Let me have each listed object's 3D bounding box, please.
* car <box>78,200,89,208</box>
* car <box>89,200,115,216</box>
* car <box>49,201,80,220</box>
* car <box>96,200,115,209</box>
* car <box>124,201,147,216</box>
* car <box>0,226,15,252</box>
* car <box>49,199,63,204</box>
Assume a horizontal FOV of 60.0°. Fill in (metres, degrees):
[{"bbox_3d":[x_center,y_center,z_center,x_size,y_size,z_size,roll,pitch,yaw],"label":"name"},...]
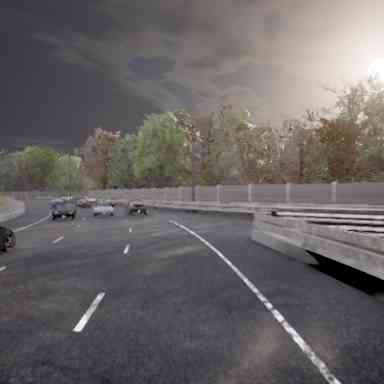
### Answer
[{"bbox_3d":[-17.663,1.964,53.416,1.895,1.301,4.718,0,0,-29],"label":"car"},{"bbox_3d":[-9.557,1.830,35.420,1.895,1.301,4.718,0,0,-19],"label":"car"},{"bbox_3d":[-11.689,1.819,30.680,1.895,1.301,4.718,0,0,-17],"label":"car"},{"bbox_3d":[-14.142,1.949,54.260,1.895,1.301,4.718,0,0,-29],"label":"car"},{"bbox_3d":[-6.175,1.718,36.156,1.837,1.490,4.892,0,-1,-19],"label":"car"},{"bbox_3d":[-7.849,1.607,11.419,1.837,1.490,4.892,0,0,-6],"label":"car"},{"bbox_3d":[-21.582,1.862,53.106,1.882,1.535,5.008,0,0,-30],"label":"car"}]
